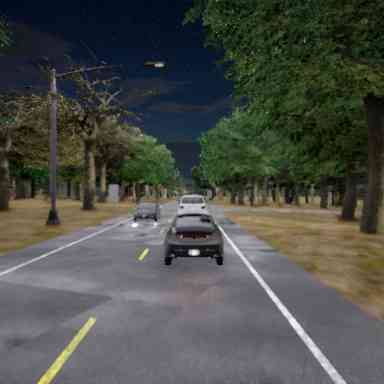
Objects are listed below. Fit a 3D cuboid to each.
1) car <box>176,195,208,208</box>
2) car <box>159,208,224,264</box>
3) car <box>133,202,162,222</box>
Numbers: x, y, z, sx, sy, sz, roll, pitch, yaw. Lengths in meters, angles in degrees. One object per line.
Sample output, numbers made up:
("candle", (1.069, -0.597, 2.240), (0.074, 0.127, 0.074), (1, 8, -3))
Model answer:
("car", (0.066, 1.278, 26.628), (2.150, 2.045, 5.566), (0, 0, 0))
("car", (0.068, 1.516, 11.886), (1.837, 1.490, 4.892), (0, -1, 0))
("car", (-3.568, 1.563, 27.164), (1.837, 1.490, 4.892), (0, -1, 0))
